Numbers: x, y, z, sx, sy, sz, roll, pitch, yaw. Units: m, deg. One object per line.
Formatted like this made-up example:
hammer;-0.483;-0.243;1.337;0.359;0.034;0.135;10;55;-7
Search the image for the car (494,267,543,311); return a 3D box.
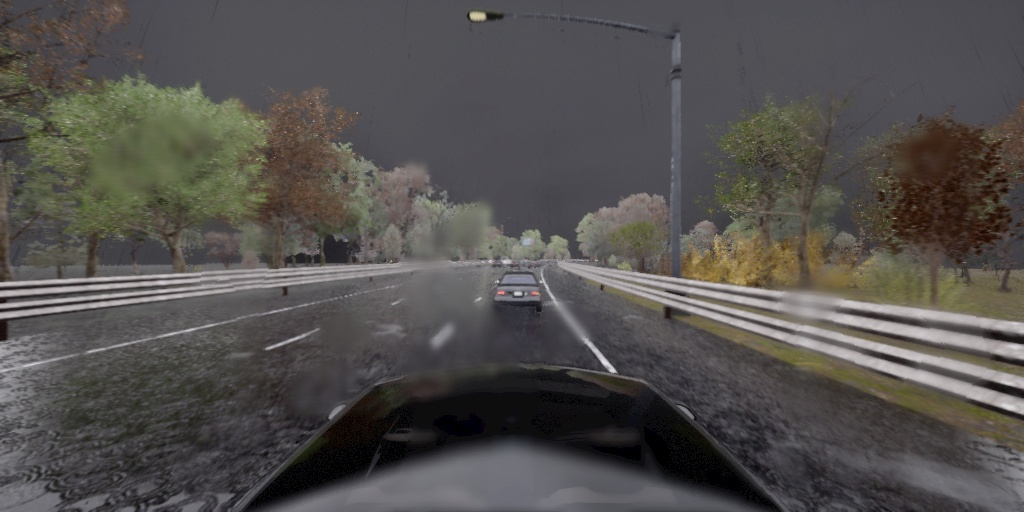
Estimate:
car;0.291;1.351;14.828;2.033;1.411;5.357;0;0;2
